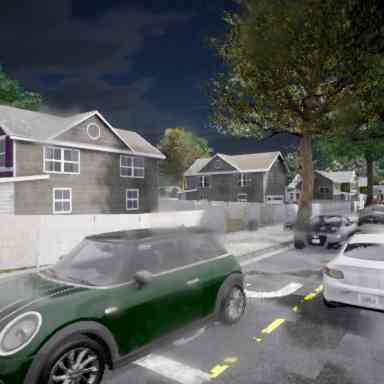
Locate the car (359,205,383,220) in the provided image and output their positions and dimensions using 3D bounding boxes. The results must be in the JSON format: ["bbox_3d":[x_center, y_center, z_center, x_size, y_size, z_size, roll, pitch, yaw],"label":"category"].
[{"bbox_3d":[13.922,1.750,25.144,1.837,1.490,4.892,-1,-1,36],"label":"car"}]

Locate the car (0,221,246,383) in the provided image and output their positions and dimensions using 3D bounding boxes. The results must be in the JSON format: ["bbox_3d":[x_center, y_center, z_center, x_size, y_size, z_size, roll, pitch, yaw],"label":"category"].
[{"bbox_3d":[-1.086,1.417,5.223,2.097,1.767,4.553,-1,-1,41],"label":"car"}]

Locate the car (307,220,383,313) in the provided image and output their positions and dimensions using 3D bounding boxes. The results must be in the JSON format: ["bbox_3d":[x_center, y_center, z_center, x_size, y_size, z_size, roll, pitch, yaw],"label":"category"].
[{"bbox_3d":[4.210,1.576,7.220,1.812,1.442,4.674,-1,-1,36],"label":"car"}]

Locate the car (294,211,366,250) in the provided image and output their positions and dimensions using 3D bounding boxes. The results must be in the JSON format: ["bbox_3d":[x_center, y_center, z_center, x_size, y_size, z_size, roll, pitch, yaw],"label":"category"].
[{"bbox_3d":[5.901,1.709,14.306,1.994,1.385,4.181,-1,-1,36],"label":"car"}]
